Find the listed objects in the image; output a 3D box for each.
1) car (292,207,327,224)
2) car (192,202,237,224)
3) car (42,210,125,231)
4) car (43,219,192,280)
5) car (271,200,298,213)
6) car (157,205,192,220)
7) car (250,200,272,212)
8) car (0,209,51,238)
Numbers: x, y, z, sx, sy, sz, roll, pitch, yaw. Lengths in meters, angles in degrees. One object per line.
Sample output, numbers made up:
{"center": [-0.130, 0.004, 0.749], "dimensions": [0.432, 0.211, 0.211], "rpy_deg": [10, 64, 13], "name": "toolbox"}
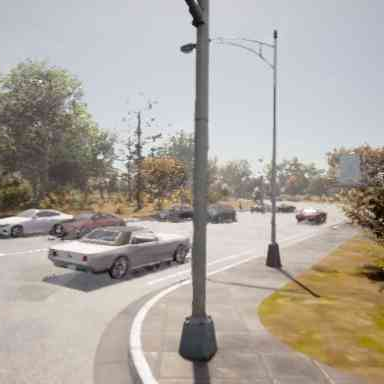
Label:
{"center": [11.221, 2.204, 31.070], "dimensions": [1.895, 1.301, 4.718], "rpy_deg": [0, -1, 33], "name": "car"}
{"center": [2.305, 1.855, 30.335], "dimensions": [2.097, 1.767, 4.553], "rpy_deg": [0, -1, 33], "name": "car"}
{"center": [-5.540, 1.785, 18.146], "dimensions": [1.994, 1.385, 4.181], "rpy_deg": [0, -1, 33], "name": "car"}
{"center": [-1.953, 1.752, 10.606], "dimensions": [1.895, 1.301, 4.718], "rpy_deg": [0, -1, 33], "name": "car"}
{"center": [13.181, 2.283, 47.202], "dimensions": [1.895, 1.301, 4.718], "rpy_deg": [0, 0, 31], "name": "car"}
{"center": [-1.282, 1.965, 31.230], "dimensions": [2.128, 1.511, 4.902], "rpy_deg": [0, -1, 33], "name": "car"}
{"center": [10.180, 2.263, 49.004], "dimensions": [1.895, 1.301, 4.718], "rpy_deg": [0, 0, 31], "name": "car"}
{"center": [-9.034, 1.713, 19.189], "dimensions": [1.812, 1.442, 4.674], "rpy_deg": [0, -1, 33], "name": "car"}
